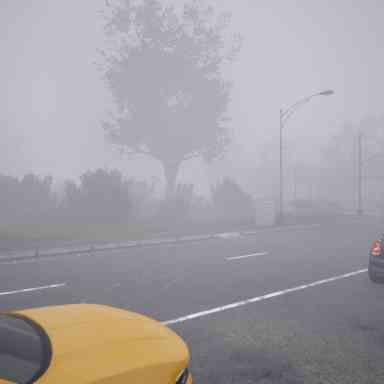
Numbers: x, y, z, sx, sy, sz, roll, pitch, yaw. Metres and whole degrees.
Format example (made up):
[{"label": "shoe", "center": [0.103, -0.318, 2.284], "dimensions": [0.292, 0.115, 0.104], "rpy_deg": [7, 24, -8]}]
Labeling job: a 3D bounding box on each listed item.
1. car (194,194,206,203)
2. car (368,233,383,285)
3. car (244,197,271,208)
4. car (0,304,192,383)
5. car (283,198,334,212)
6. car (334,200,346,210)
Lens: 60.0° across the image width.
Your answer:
[{"label": "car", "center": [1.677, 1.268, 64.344], "dimensions": [2.097, 1.767, 4.553], "rpy_deg": [0, 0, -34]}, {"label": "car", "center": [6.435, 1.352, 8.310], "dimensions": [4.553, 1.767, 2.097], "rpy_deg": [0, 0, -35]}, {"label": "car", "center": [8.407, 1.481, 47.657], "dimensions": [2.128, 1.511, 4.902], "rpy_deg": [0, 0, -32]}, {"label": "car", "center": [-2.280, 1.478, 2.125], "dimensions": [5.008, 1.535, 1.882], "rpy_deg": [0, 0, -36]}, {"label": "car", "center": [13.688, 1.492, 39.304], "dimensions": [2.128, 1.511, 4.902], "rpy_deg": [0, 0, -32]}, {"label": "car", "center": [16.585, 1.492, 41.272], "dimensions": [2.128, 1.511, 4.902], "rpy_deg": [0, 0, -32]}]
